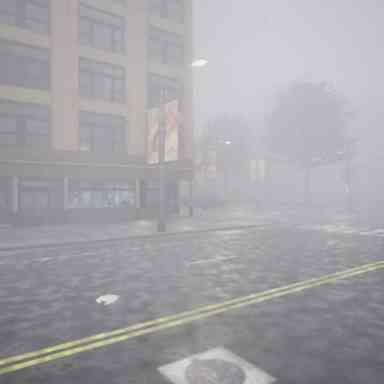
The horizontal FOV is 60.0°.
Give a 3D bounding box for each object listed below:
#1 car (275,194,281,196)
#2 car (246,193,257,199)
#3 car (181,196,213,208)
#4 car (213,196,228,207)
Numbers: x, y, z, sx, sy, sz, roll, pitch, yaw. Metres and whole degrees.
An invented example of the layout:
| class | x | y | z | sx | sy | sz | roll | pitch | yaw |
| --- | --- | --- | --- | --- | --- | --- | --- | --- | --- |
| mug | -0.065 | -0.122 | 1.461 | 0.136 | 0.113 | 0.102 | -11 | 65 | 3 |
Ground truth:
| class | x | y | z | sx | sy | sz | roll | pitch | yaw |
| --- | --- | --- | --- | --- | --- | --- | --- | --- | --- |
| car | 24.119 | 1.088 | 92.080 | 1.895 | 1.301 | 4.718 | 0 | 0 | -36 |
| car | 14.463 | 1.098 | 85.637 | 2.161 | 1.482 | 4.786 | 0 | 0 | -36 |
| car | 0.317 | 1.366 | 46.363 | 1.837 | 1.490 | 4.892 | 0 | 0 | -36 |
| car | 3.111 | 1.348 | 48.471 | 1.837 | 1.490 | 4.892 | 0 | 0 | -36 |
